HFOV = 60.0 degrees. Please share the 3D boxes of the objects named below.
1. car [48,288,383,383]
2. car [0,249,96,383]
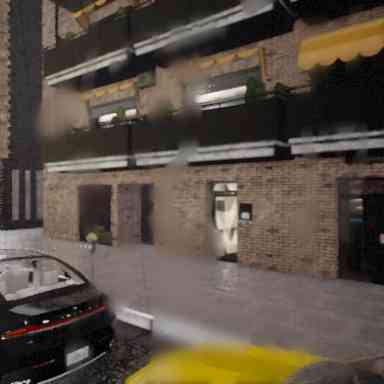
[{"bbox_3d":[1.463,1.527,1.688,4.829,1.417,1.752,0,0,35],"label":"car"},{"bbox_3d":[-3.008,1.525,4.874,4.403,1.369,2.008,0,0,35],"label":"car"}]
